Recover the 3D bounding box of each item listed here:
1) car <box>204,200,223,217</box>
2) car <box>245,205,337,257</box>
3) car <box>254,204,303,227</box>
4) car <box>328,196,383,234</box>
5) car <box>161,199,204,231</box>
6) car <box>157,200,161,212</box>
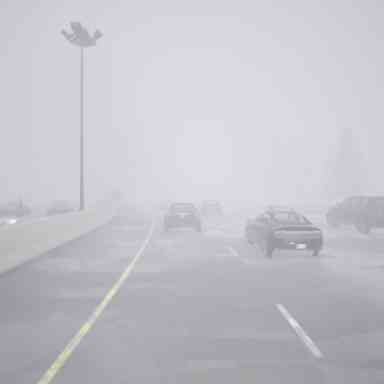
[{"bbox_3d":[1.660,1.493,31.525,2.128,1.511,4.902,0,0,-7],"label":"car"},{"bbox_3d":[3.327,1.492,12.882,2.128,1.511,4.902,0,0,-3],"label":"car"},{"bbox_3d":[6.072,1.602,23.926,1.895,1.301,4.718,0,0,-5],"label":"car"},{"bbox_3d":[9.970,1.222,19.337,2.150,2.045,5.566,0,0,-4],"label":"car"},{"bbox_3d":[-0.681,1.353,20.638,2.097,1.767,4.553,0,0,-4],"label":"car"},{"bbox_3d":[-3.026,1.549,39.121,2.033,1.411,5.357,0,0,-10],"label":"car"}]
